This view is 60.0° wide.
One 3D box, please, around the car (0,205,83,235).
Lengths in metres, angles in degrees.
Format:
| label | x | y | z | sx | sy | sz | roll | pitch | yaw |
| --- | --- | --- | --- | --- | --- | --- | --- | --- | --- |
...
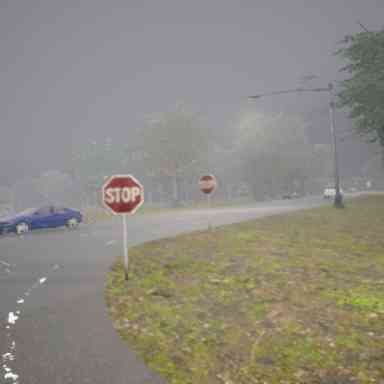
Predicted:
| label | x | y | z | sx | sy | sz | roll | pitch | yaw |
| --- | --- | --- | --- | --- | --- | --- | --- | --- | --- |
| car | -8.749 | 1.538 | 19.188 | 1.882 | 1.535 | 5.008 | -4 | -1 | 34 |

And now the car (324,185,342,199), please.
| label | x | y | z | sx | sy | sz | roll | pitch | yaw |
| --- | --- | --- | --- | --- | --- | --- | --- | --- | --- |
| car | 22.762 | -0.046 | 53.648 | 2.150 | 2.045 | 5.566 | -4 | -1 | 30 |

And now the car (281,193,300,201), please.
| label | x | y | z | sx | sy | sz | roll | pitch | yaw |
| --- | --- | --- | --- | --- | --- | --- | --- | --- | --- |
| car | 16.763 | 0.776 | 56.708 | 1.895 | 1.301 | 4.718 | -4 | -1 | 34 |
